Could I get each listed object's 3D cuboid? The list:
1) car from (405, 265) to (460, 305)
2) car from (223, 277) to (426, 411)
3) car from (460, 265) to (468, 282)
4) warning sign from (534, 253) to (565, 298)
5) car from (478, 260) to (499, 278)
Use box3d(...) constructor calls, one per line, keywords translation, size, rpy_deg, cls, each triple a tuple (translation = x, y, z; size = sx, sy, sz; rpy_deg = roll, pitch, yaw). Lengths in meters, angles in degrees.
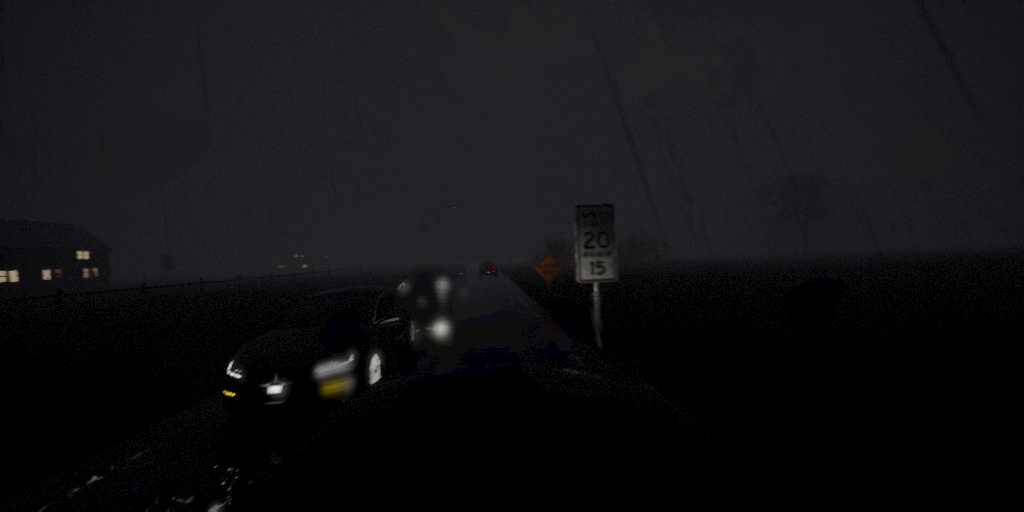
box3d(translation=(-3.815, 1.264, 16.715), size=(2.097, 1.767, 4.553), rpy_deg=(-2, 0, -4), cls="car")
box3d(translation=(-3.062, 1.384, 6.787), size=(1.837, 1.490, 4.892), rpy_deg=(-2, 0, -4), cls="car")
box3d(translation=(-4.862, 1.485, 30.850), size=(1.812, 1.442, 4.674), rpy_deg=(-2, 0, -4), cls="car")
box3d(translation=(1.633, 0.797, 15.271), size=(1.300, 1.860, 1.060), rpy_deg=(0, 0, -4), cls="warning sign")
box3d(translation=(-2.426, 1.351, 36.794), size=(2.128, 1.511, 4.902), rpy_deg=(-2, 0, -4), cls="car")
